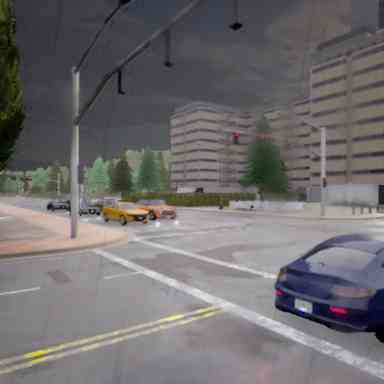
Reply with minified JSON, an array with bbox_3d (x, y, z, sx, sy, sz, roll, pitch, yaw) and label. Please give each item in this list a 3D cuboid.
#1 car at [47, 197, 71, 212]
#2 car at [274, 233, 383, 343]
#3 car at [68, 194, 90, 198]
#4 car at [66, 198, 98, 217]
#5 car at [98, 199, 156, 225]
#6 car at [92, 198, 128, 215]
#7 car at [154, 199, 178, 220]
[{"bbox_3d":[-15.874,1.573,39.568,1.994,1.385,4.181,0,0,-36],"label":"car"},{"bbox_3d":[3.519,1.530,6.336,4.674,1.442,1.812,0,0,-36],"label":"car"},{"bbox_3d":[-15.162,1.233,44.572,2.150,2.045,5.566,0,0,-36],"label":"car"},{"bbox_3d":[-10.134,1.573,31.573,1.994,1.385,4.181,0,0,-35],"label":"car"},{"bbox_3d":[-4.892,1.486,24.289,1.882,1.535,5.008,0,0,-36],"label":"car"},{"bbox_3d":[-8.985,1.503,35.970,2.128,1.511,4.902,0,0,-36],"label":"car"},{"bbox_3d":[-3.119,1.363,27.814,2.097,1.767,4.553,0,0,-36],"label":"car"}]
